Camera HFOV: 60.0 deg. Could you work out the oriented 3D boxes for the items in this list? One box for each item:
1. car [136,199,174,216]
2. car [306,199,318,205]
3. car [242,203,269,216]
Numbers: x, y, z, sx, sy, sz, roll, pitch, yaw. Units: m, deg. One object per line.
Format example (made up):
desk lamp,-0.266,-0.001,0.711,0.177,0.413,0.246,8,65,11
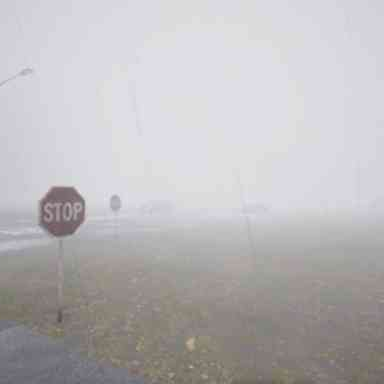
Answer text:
car,-3.941,1.585,35.891,2.097,1.767,4.553,1,-1,36
car,30.004,2.501,82.906,2.033,1.411,5.357,1,0,36
car,7.605,2.017,39.924,1.812,1.442,4.674,1,0,36
